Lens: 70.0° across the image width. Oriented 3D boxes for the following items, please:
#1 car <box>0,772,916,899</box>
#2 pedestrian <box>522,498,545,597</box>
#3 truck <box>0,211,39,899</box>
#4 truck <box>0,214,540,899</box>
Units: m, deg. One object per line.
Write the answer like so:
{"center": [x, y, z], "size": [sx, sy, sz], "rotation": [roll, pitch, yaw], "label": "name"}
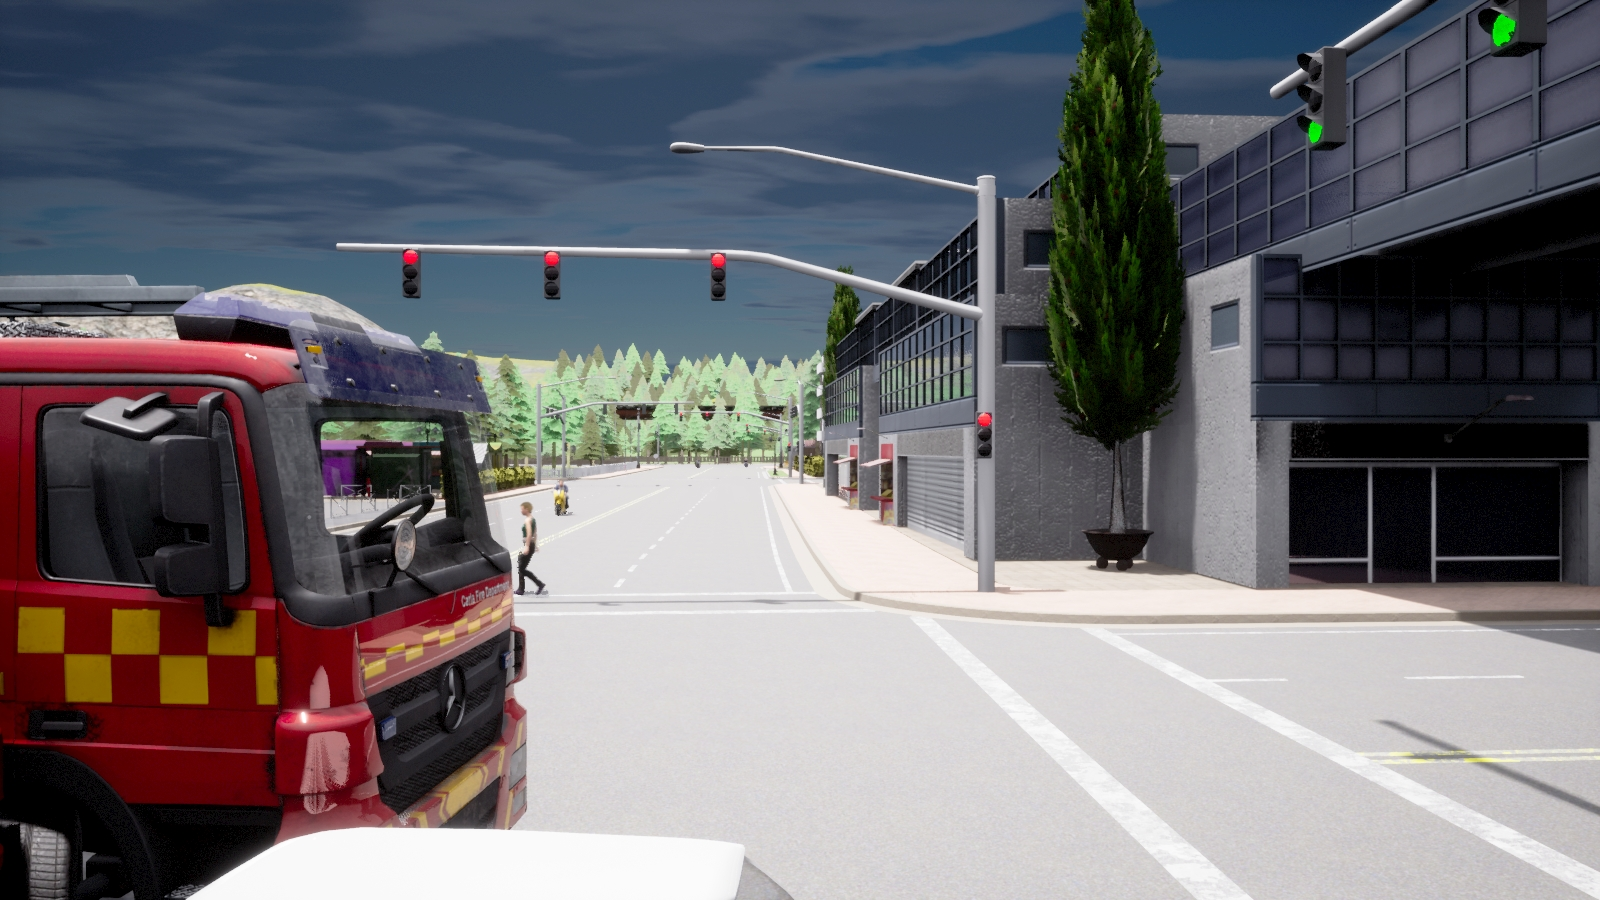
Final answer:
{"center": [-1.549, 2.065, 3.579], "size": [3.806, 1.475, 1.970], "rotation": [0, 0, 5], "label": "car"}
{"center": [-5.105, 1.848, 21.864], "size": [0.375, 1.860, 0.375], "rotation": [0, 0, -4], "label": "pedestrian"}
{"center": [-7.587, 0.890, 3.490], "size": [8.468, 3.827, 2.891], "rotation": [0, 0, -3], "label": "truck"}
{"center": [-6.102, 0.890, 6.659], "size": [8.468, 3.827, 2.891], "rotation": [0, 0, 4], "label": "truck"}
